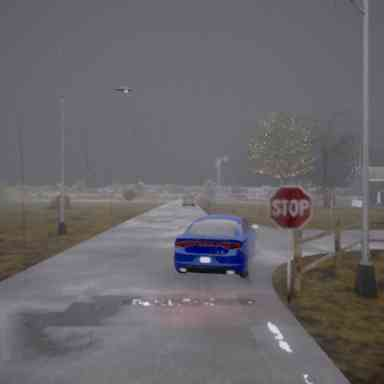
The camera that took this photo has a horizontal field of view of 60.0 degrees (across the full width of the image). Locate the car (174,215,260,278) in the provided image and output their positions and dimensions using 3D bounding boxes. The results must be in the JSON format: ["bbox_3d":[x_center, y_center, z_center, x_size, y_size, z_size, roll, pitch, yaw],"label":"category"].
[{"bbox_3d":[0.945,1.437,10.210,1.882,1.535,5.008,0,0,15],"label":"car"}]

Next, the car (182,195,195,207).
[{"bbox_3d":[-0.511,1.640,52.476,1.994,1.385,4.181,0,0,0],"label":"car"}]

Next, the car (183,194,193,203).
[{"bbox_3d":[-0.851,1.400,72.967,2.150,2.045,5.566,0,-1,-1],"label":"car"}]
